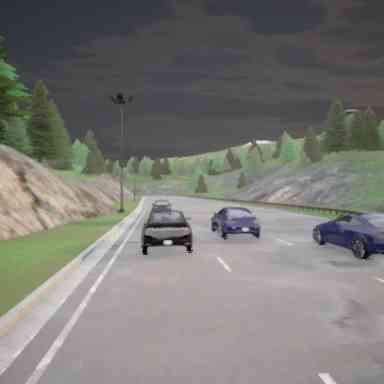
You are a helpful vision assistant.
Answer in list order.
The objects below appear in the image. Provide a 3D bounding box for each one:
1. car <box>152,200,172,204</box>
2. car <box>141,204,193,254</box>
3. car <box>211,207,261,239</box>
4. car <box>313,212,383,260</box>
[{"bbox_3d":[-2.858,1.479,31.692,1.812,1.442,4.674,0,0,-6],"label":"car"},{"bbox_3d":[-1.037,1.471,13.545,2.128,1.511,4.902,0,0,-5],"label":"car"},{"bbox_3d":[2.145,1.474,17.002,1.812,1.442,4.674,0,0,-6],"label":"car"},{"bbox_3d":[6.138,1.455,12.049,1.812,1.442,4.674,0,0,-5],"label":"car"}]
